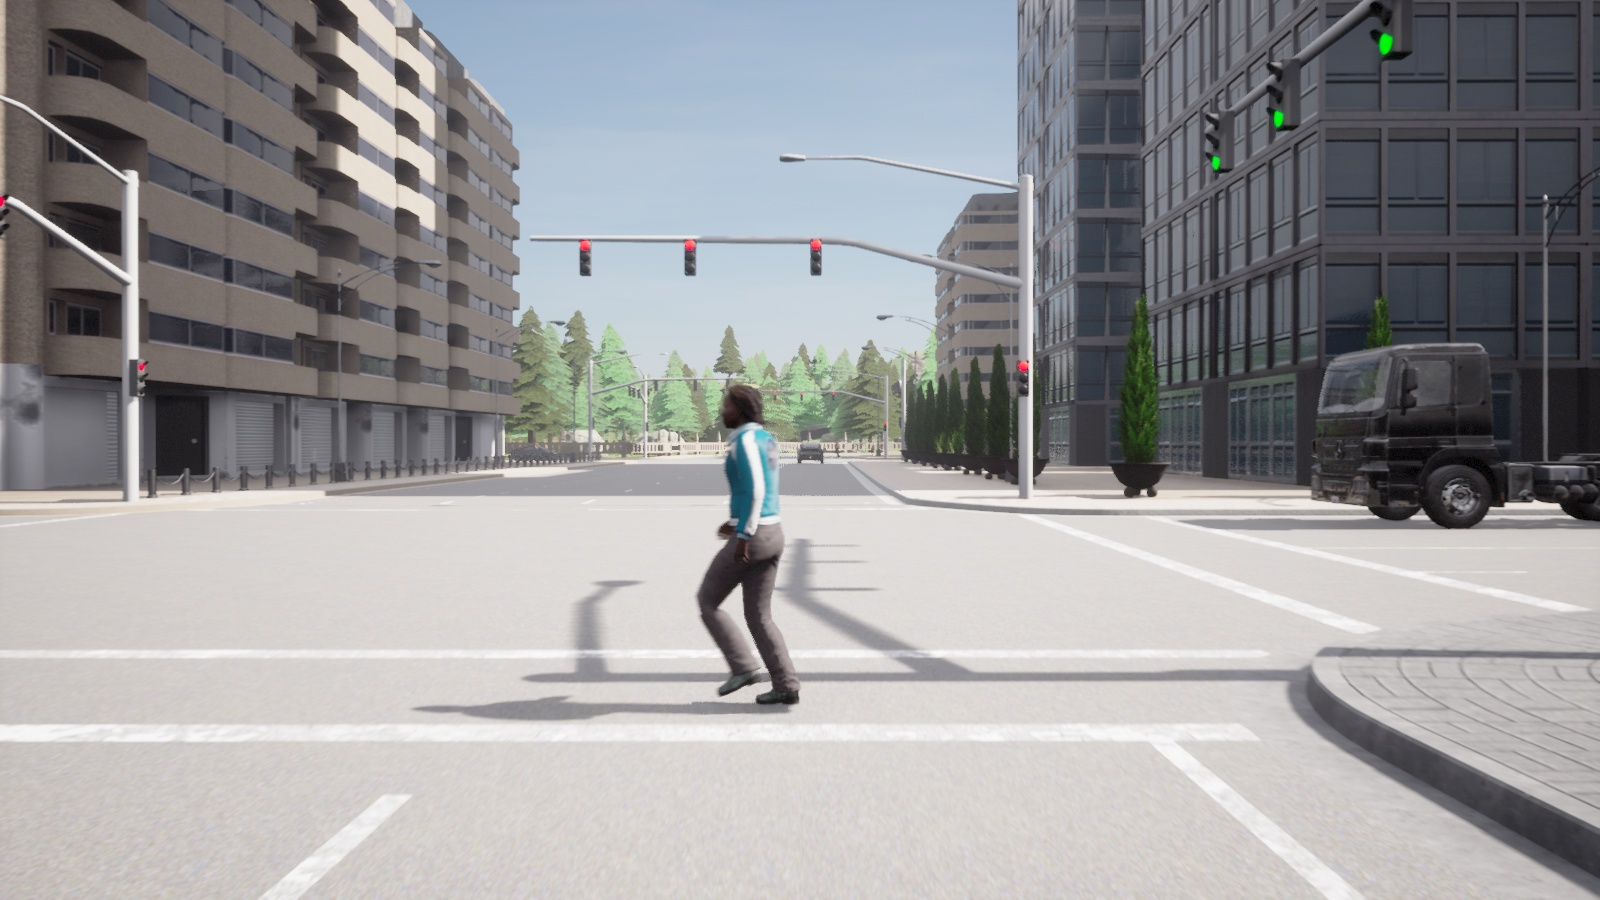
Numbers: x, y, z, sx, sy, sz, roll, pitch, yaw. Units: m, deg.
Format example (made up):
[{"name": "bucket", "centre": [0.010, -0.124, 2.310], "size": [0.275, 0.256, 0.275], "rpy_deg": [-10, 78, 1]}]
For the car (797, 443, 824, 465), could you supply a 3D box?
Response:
[{"name": "car", "centre": [0.780, 0.249, 89.222], "size": [1.837, 1.490, 4.892], "rpy_deg": [0, 0, 1]}]

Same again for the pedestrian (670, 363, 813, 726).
[{"name": "pedestrian", "centre": [-0.323, 0.502, 6.984], "size": [0.692, 1.930, 0.396], "rpy_deg": [0, 0, 22]}]

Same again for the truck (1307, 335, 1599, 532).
[{"name": "truck", "centre": [14.080, -0.302, 23.582], "size": [7.936, 3.462, 2.891], "rpy_deg": [0, 0, 1]}]
